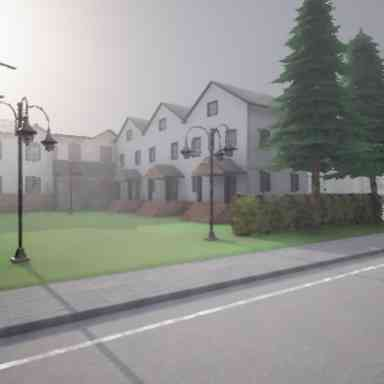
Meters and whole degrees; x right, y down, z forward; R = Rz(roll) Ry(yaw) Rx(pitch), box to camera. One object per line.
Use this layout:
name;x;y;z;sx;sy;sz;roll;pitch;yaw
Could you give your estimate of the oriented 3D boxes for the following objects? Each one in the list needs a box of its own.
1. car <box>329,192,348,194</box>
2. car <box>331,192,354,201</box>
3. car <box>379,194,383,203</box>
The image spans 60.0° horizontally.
car;32.462;0.992;74.504;1.905;1.878;3.866;0;0;-36
car;34.575;1.008;76.540;1.932;1.855;4.605;0;0;-36
car;29.729;1.032;51.082;1.932;1.855;4.605;0;0;-36
